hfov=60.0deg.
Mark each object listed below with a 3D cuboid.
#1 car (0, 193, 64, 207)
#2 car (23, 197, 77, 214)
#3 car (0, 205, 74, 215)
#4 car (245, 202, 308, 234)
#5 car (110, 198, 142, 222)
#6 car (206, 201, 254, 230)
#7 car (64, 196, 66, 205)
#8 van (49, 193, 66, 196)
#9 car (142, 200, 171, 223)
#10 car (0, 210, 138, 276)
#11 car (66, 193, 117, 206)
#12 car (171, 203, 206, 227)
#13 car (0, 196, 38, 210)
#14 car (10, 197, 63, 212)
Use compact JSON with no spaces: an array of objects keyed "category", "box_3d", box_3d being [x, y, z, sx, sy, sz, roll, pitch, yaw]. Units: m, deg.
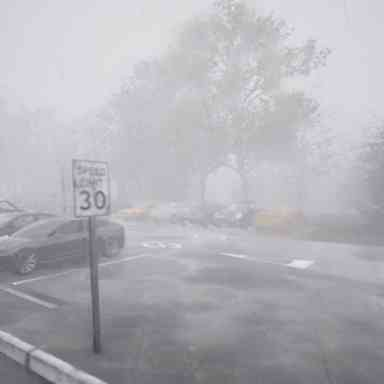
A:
[{"category":"car","box_3d":[-8.854,1.228,14.332,2.435,2.045,5.566,1,0,36]},{"category":"car","box_3d":[-14.709,1.337,34.748,2.163,1.488,4.792,1,0,36]},{"category":"car","box_3d":[-6.623,1.508,12.684,2.097,1.535,5.008,1,0,36]},{"category":"car","box_3d":[5.444,1.557,20.073,2.097,1.535,5.008,1,0,36]},{"category":"car","box_3d":[-3.528,1.441,26.364,1.946,1.575,5.366,1,0,36]},{"category":"car","box_3d":[3.224,1.403,21.730,2.185,1.767,4.553,1,0,36]},{"category":"car","box_3d":[-10.159,1.387,31.373,2.163,1.488,4.792,1,0,36]},{"category":"van","box_3d":[-12.414,1.104,33.190,1.878,1.987,4.442,1,0,36]},{"category":"car","box_3d":[-1.179,1.512,24.885,2.002,1.452,4.674,1,0,36]},{"category":"car","box_3d":[-4.397,1.566,11.025,2.163,1.488,4.792,1,0,36]},{"category":"car","box_3d":[-7.882,1.135,29.791,2.435,2.045,5.566,1,0,36]},{"category":"car","box_3d":[1.047,1.530,23.236,2.163,1.488,4.792,1,0,36]},{"category":"car","box_3d":[-21.340,1.273,39.533,2.097,1.535,5.008,0,0,36]},{"category":"car","box_3d":[-16.845,1.321,36.299,2.163,1.488,4.792,0,0,36]}]
